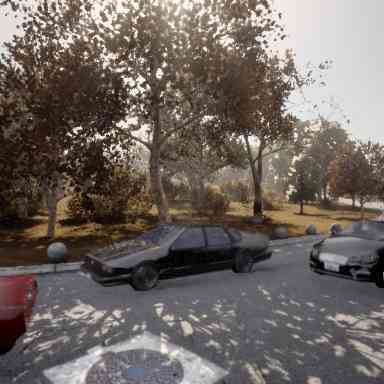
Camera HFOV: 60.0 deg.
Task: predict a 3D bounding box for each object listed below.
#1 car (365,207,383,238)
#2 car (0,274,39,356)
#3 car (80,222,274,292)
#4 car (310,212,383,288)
[{"bbox_3d":[11.770,1.654,18.771,5.008,1.535,1.882,1,-1,-42],"label":"car"},{"bbox_3d":[-4.532,1.601,4.073,4.718,1.301,1.895,0,0,-20],"label":"car"},{"bbox_3d":[-0.156,1.560,9.148,5.357,1.411,2.033,0,0,-34],"label":"car"},{"bbox_3d":[5.306,1.531,9.409,4.902,1.511,2.128,0,0,-36],"label":"car"}]
